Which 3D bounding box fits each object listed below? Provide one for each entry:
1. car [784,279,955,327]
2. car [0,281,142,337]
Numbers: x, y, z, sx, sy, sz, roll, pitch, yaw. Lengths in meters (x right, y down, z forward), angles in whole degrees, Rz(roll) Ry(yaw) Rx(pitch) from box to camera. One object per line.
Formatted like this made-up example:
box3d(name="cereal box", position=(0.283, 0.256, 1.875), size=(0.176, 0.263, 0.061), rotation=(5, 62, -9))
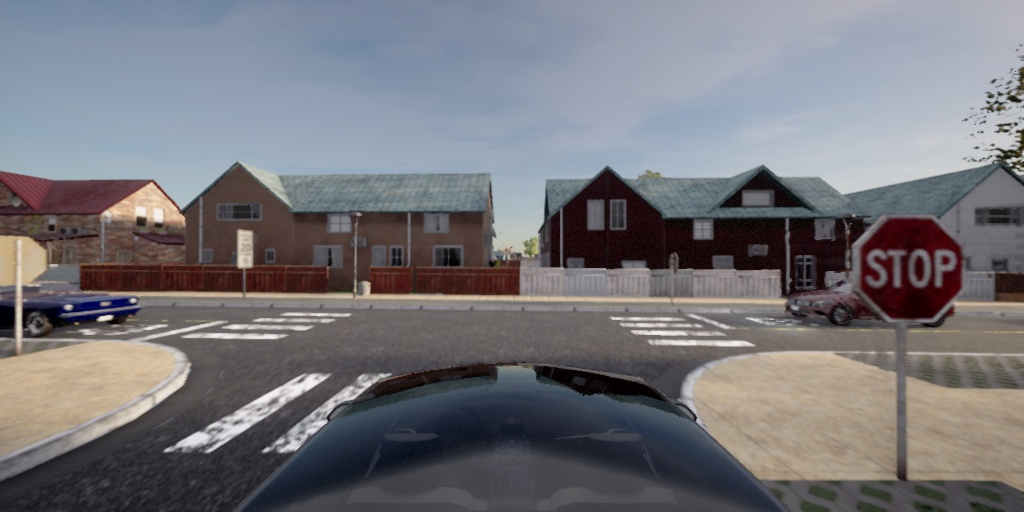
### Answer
box3d(name="car", position=(11.847, 1.500, 12.026), size=(4.674, 1.442, 1.812), rotation=(1, -1, 1))
box3d(name="car", position=(-13.039, 1.331, 9.694), size=(4.718, 1.301, 1.895), rotation=(0, -1, 3))
